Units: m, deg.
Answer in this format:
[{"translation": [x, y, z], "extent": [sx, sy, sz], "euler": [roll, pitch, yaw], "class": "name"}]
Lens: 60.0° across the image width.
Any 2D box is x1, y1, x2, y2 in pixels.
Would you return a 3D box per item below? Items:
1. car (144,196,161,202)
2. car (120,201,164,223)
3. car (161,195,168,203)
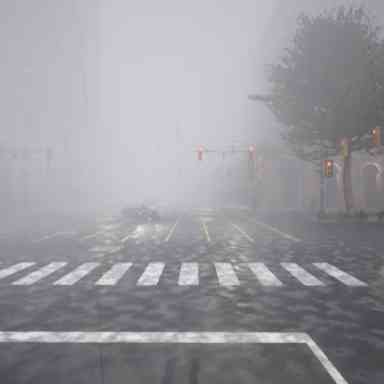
[{"translation": [-6.825, 1.505, 55.540], "extent": [1.882, 1.535, 5.008], "euler": [0, 0, 0], "class": "car"}, {"translation": [-4.079, 1.613, 25.856], "extent": [1.895, 1.301, 4.718], "euler": [0, 0, -28], "class": "car"}, {"translation": [-6.619, 1.559, 68.020], "extent": [1.812, 1.442, 4.674], "euler": [0, 0, 1], "class": "car"}]
